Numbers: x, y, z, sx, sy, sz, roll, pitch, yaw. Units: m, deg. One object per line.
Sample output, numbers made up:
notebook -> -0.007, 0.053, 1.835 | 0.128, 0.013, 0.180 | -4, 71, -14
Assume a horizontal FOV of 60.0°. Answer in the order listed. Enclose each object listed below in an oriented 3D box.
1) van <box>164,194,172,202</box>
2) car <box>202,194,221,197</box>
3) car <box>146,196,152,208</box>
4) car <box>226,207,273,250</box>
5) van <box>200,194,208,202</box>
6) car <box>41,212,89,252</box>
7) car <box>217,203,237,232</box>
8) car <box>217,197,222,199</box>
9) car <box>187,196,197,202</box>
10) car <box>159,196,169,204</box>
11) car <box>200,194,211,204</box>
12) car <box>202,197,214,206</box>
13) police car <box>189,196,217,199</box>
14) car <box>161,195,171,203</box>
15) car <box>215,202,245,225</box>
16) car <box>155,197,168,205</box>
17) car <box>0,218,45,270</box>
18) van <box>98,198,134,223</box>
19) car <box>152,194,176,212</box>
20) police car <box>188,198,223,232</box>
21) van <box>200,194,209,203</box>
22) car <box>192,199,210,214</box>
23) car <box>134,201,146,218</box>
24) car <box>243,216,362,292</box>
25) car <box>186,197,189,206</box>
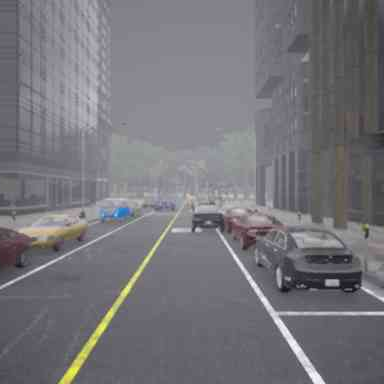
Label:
van -> -5.753, 1.421, 79.423 | 1.690, 1.788, 3.998 | 0, 0, 0
car -> 2.767, 1.348, 41.359 | 2.192, 1.841, 5.009 | 0, 0, 0
car -> -5.757, 1.605, 46.797 | 1.947, 1.339, 4.313 | 0, 0, 0
car -> 2.764, 1.554, 14.171 | 1.887, 1.381, 4.507 | 0, 0, 0
van -> 2.772, 1.421, 79.422 | 1.690, 1.788, 3.998 | 0, 0, 0
car -> -5.762, 1.535, 14.002 | 1.752, 1.417, 4.829 | 0, 0, 0
car -> 2.764, 1.559, 19.609 | 1.887, 1.381, 4.507 | 0, 0, 0
car -> 2.767, 1.553, 36.091 | 1.752, 1.417, 4.829 | 0, 0, 0
car -> 0.010, 1.487, 72.097 | 1.994, 1.385, 4.181 | 0, 0, 0
car -> -5.754, 1.590, 68.378 | 1.752, 1.417, 4.829 | 0, 0, 0
car -> 2.771, 1.380, 68.547 | 2.192, 1.841, 5.009 | 0, 0, 0
car -> 2.769, 1.596, 57.672 | 1.887, 1.381, 4.507 | 0, 0, 0
police car -> 0.904, 1.448, 30.423 | 1.930, 1.638, 5.238 | 0, 0, 0
car -> -5.754, 1.513, 73.985 | 1.967, 1.590, 4.097 | 0, 0, 0
car -> 2.765, 1.544, 25.216 | 1.752, 1.417, 4.829 | 0, 0, 0
car -> -5.755, 1.624, 63.110 | 1.947, 1.339, 4.313 | 0, 0, 0
car -> -5.762, 1.588, 8.734 | 1.802, 1.307, 4.206 | 0, 0, 0
van -> -5.760, 1.359, 25.047 | 1.690, 1.788, 3.998 | 0, 0, 0
car -> -3.089, 1.253, 39.883 | 2.150, 2.045, 5.566 | 0, 0, 0
police car -> 0.892, 1.440, 20.423 | 1.930, 1.638, 5.238 | 0, 0, 0
van -> 2.771, 1.414, 73.984 | 1.690, 1.788, 3.998 | 0, 0, 0
car -> 0.905, 1.555, 36.313 | 1.812, 1.442, 4.674 | 0, 0, 0
car -> -5.759, 1.574, 30.485 | 2.008, 1.369, 4.403 | 0, 0, 0
car -> 2.763, 1.557, 8.733 | 2.008, 1.369, 4.403 | 0, 0, 0
car -> 0.008, 1.528, 57.203 | 1.882, 1.535, 5.008 | 0, 0, 0
